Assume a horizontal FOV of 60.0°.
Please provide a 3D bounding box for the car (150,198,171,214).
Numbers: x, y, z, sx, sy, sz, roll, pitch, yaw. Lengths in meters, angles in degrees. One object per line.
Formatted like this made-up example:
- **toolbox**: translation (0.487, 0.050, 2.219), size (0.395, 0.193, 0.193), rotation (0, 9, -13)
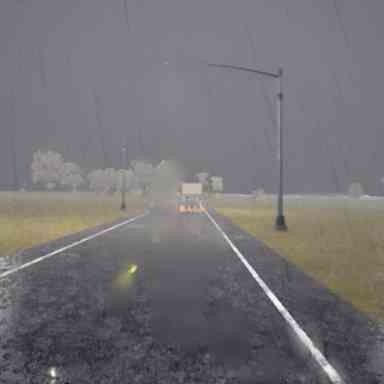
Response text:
- **car**: translation (-3.577, 1.566, 38.848), size (2.097, 1.767, 4.553), rotation (0, 0, 0)

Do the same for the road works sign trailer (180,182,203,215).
- **road works sign trailer**: translation (0.012, 0.671, 37.244), size (2.380, 3.560, 2.880), rotation (0, 0, 0)
